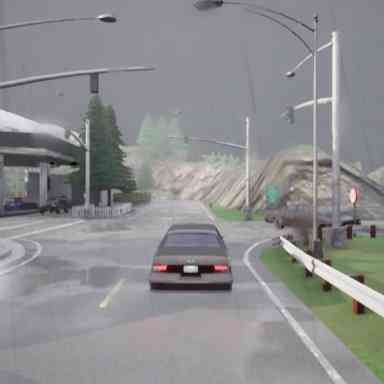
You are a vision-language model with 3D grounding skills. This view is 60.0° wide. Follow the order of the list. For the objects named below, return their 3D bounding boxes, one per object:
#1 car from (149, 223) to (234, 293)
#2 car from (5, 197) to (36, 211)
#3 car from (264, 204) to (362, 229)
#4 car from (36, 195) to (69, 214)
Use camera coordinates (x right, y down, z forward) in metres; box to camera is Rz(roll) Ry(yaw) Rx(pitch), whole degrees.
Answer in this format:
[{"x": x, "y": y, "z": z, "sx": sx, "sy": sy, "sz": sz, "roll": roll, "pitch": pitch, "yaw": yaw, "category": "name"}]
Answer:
[{"x": 0.026, "y": 1.543, "z": 8.978, "sx": 2.033, "sy": 1.411, "sz": 5.357, "roll": 0, "pitch": 0, "yaw": 1, "category": "car"}, {"x": -20.305, "y": 1.461, "z": 39.718, "sx": 2.242, "sy": 1.667, "sz": 4.611, "roll": 0, "pitch": 0, "yaw": -1, "category": "car"}, {"x": 6.183, "y": 1.352, "z": 17.697, "sx": 2.033, "sy": 1.411, "sz": 5.357, "roll": 0, "pitch": 0, "yaw": -28, "category": "car"}, {"x": -14.591, "y": 1.296, "z": 35.451, "sx": 1.905, "sy": 1.878, "sz": 3.866, "roll": 0, "pitch": 0, "yaw": -1, "category": "car"}]
